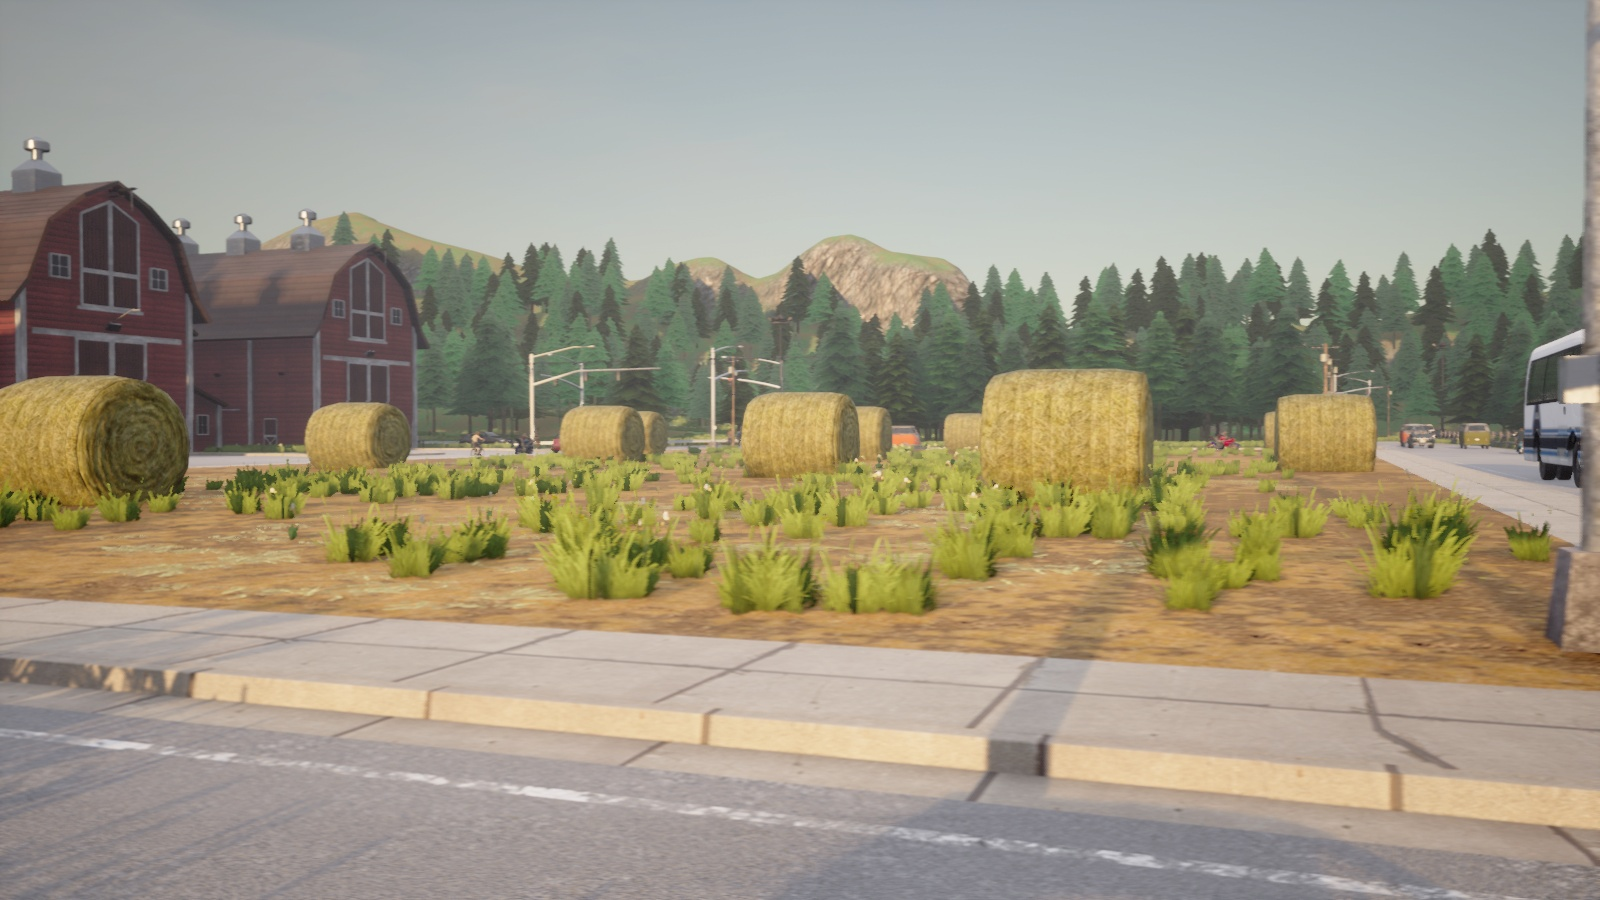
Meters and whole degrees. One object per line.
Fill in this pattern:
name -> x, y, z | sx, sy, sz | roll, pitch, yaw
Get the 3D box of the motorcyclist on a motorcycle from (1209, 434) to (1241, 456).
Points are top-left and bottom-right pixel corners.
motorcyclist on a motorcycle -> 31.005, -0.382, 91.657 | 2.191, 1.530, 0.866 | 1, 1, 20

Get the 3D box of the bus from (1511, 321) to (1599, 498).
bus -> 22.539, -1.008, 34.475 | 3.944, 4.253, 10.273 | 1, 1, 22

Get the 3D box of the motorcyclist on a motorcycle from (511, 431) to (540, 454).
motorcyclist on a motorcycle -> -18.283, -0.492, 83.733 | 0.866, 1.530, 2.191 | 1, 1, 19
